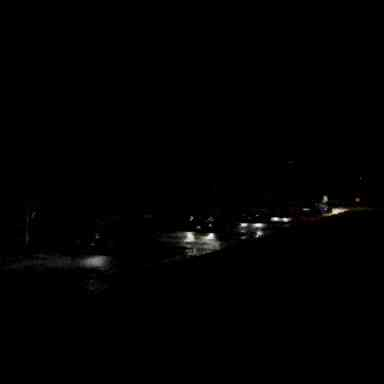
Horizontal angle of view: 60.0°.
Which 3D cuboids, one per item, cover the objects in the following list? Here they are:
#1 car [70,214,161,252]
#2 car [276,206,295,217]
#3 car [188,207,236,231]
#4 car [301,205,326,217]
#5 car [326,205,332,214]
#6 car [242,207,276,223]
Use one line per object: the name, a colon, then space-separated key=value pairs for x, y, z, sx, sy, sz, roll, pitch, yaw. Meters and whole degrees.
car: x=-3.518 y=1.837 z=16.060 sx=1.882 sy=1.535 sz=5.008 roll=-1 pitch=-2 yaw=30
car: x=11.670 y=2.456 z=42.080 sx=1.994 sy=1.385 sz=4.181 roll=-1 pitch=-2 yaw=31
car: x=1.578 y=1.892 z=24.822 sx=2.097 sy=1.767 sz=4.553 roll=-1 pitch=-2 yaw=30
car: x=15.345 y=2.370 z=42.717 sx=2.128 sy=1.511 sz=4.902 roll=-1 pitch=-2 yaw=31
car: x=20.351 y=2.653 z=51.414 sx=1.895 sy=1.301 sz=4.718 roll=-1 pitch=-2 yaw=30
car: x=6.585 y=2.242 z=33.413 sx=1.812 sy=1.442 sz=4.674 roll=-1 pitch=-2 yaw=30
